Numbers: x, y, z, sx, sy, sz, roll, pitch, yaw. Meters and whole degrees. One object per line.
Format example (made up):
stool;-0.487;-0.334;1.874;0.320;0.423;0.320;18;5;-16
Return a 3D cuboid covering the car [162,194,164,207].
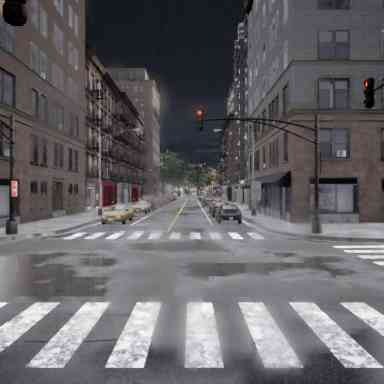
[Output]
car;-5.398;1.445;46.593;1.967;1.590;4.097;0;0;0

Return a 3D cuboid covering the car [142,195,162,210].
car;-5.401;1.319;41.111;2.192;1.841;5.009;0;0;0

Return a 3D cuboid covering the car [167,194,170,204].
car;-5.392;1.557;57.557;2.008;1.369;4.403;0;0;0

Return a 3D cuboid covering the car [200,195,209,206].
car;2.648;1.557;52.073;2.008;1.369;4.403;0;0;0

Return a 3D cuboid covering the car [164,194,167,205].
car;-5.395;1.446;52.075;1.967;1.590;4.097;0;0;0

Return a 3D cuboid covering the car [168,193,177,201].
car;-5.373;1.330;90.450;2.192;1.841;5.009;0;0;0

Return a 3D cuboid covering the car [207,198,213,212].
car;2.643;1.547;30.145;1.887;1.381;4.507;0;0;0

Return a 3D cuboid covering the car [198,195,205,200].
car;2.657;1.597;90.447;1.802;1.307;4.206;0;0;0

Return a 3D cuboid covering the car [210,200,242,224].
car;2.642;1.552;24.664;2.008;1.369;4.403;0;0;0

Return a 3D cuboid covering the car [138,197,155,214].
car;-5.405;1.528;35.459;1.752;1.417;4.829;0;0;0

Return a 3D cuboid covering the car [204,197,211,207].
car;2.644;1.554;35.627;2.008;1.369;4.403;0;0;0

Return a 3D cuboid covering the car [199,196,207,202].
car;2.654;1.556;79.483;1.887;1.381;4.507;0;0;0

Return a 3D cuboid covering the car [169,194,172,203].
car;-5.389;1.574;63.040;1.947;1.339;4.313;0;0;0

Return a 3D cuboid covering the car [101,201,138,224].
car;-5.411;1.527;24.495;1.752;1.417;4.829;0;0;0

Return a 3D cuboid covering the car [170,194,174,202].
car;-5.385;1.324;68.522;2.192;1.841;5.009;0;0;0
